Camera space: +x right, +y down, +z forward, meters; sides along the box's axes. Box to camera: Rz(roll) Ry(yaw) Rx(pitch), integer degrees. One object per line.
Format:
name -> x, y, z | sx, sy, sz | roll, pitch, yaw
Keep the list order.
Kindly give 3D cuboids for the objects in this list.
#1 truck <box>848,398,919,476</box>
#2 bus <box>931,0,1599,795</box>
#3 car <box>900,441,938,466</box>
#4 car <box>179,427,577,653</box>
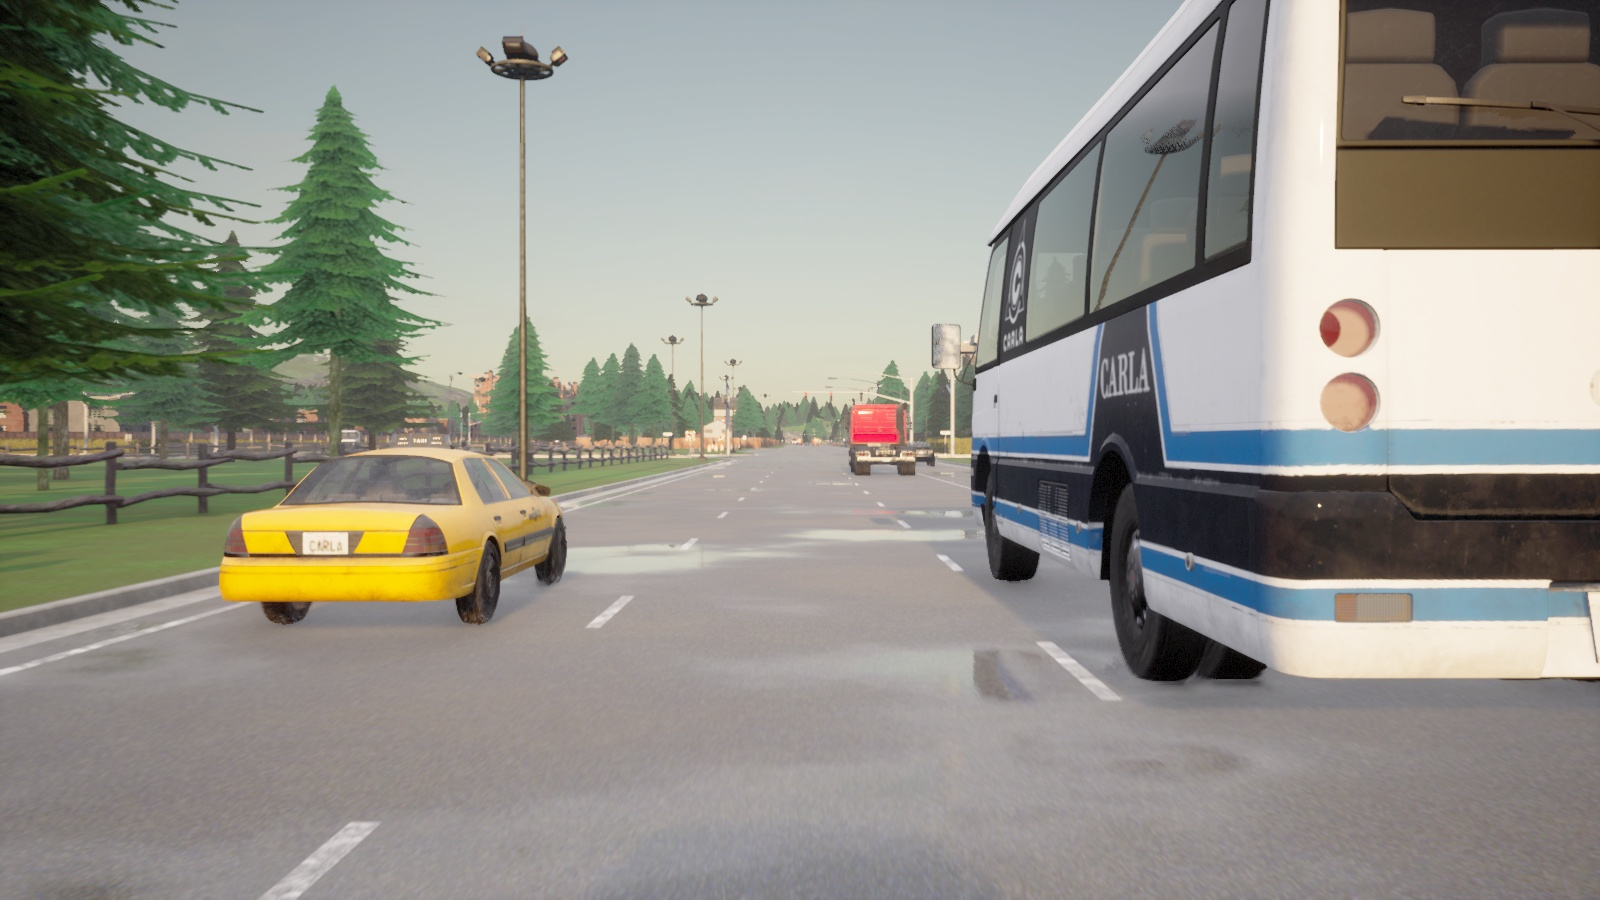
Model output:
truck -> 3.855, -0.593, 59.597 | 2.891, 3.462, 7.936 | 0, 0, 0
bus -> 3.576, -0.690, 10.464 | 3.944, 4.253, 10.273 | 0, 0, 0
car -> 7.466, 0.219, 79.367 | 2.007, 1.525, 4.514 | 0, 0, 0
car -> -3.420, 0.613, 11.449 | 1.801, 1.575, 5.366 | 0, 0, 0
